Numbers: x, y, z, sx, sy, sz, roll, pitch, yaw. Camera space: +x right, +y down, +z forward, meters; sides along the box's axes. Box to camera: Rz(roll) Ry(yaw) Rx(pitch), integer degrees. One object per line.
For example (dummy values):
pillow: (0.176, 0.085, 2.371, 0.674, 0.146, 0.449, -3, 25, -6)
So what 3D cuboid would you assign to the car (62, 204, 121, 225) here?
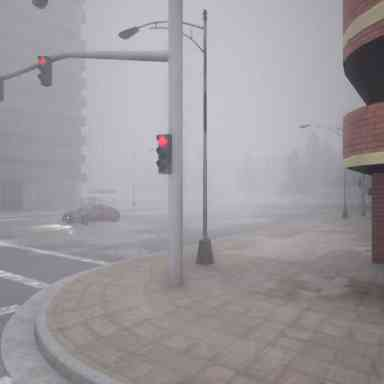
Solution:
car: (-7.214, 1.564, 24.121, 1.994, 1.385, 4.181, 0, 0, 36)
